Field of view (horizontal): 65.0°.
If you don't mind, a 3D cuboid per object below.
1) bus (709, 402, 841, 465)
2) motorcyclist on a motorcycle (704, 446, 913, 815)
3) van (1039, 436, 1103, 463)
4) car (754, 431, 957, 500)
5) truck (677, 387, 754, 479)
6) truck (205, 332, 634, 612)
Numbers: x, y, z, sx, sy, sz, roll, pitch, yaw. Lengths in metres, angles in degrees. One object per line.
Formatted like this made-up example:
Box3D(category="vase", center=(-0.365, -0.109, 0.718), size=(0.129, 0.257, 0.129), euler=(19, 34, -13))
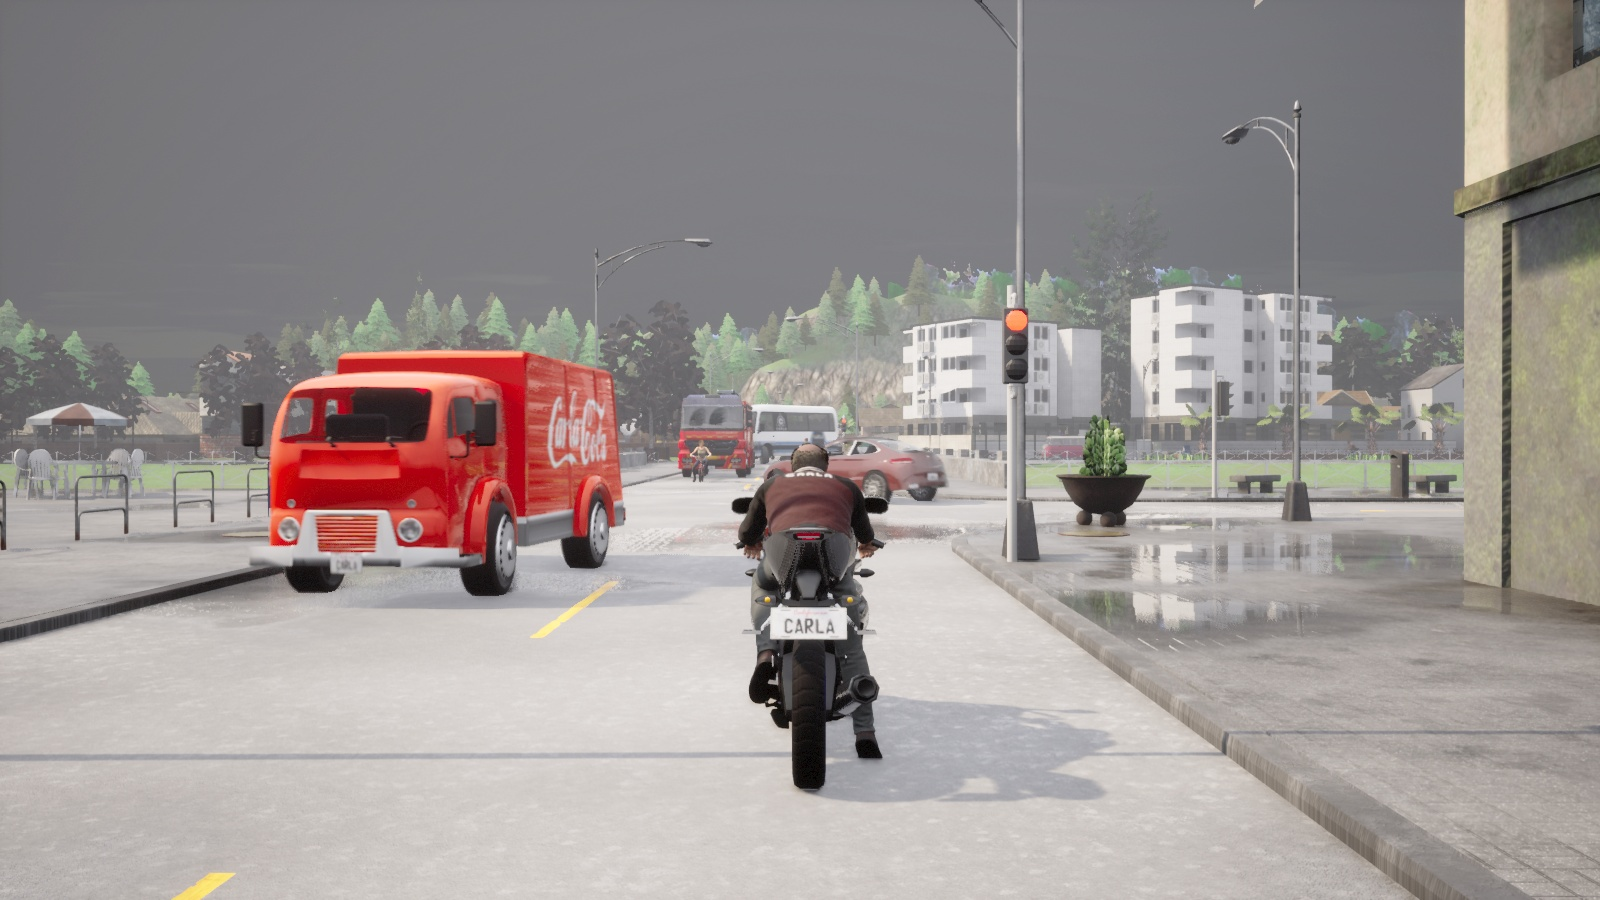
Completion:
Box3D(category="bus", center=(-1.673, -1.147, 91.287), size=(3.944, 4.253, 10.273), euler=(-1, 0, 38))
Box3D(category="motorcyclist on a motorcycle", center=(0.047, 0.746, 6.323), size=(0.866, 1.530, 2.191), euler=(0, 0, 1))
Box3D(category="van", center=(20.477, -0.025, 95.067), size=(4.442, 1.987, 1.775), euler=(0, 0, 0))
Box3D(category="car", center=(1.348, 0.343, 32.384), size=(5.027, 1.651, 2.152), euler=(0, 1, 43))
Box3D(category="truck", center=(-3.704, -0.742, 56.921), size=(2.891, 3.827, 8.468), euler=(0, 0, 0))
Box3D(category="truck", center=(-3.771, 0.178, 13.815), size=(2.627, 2.467, 5.204), euler=(0, 0, 7))
